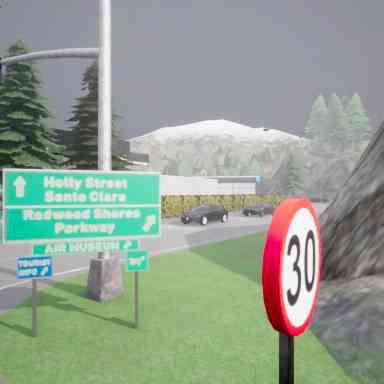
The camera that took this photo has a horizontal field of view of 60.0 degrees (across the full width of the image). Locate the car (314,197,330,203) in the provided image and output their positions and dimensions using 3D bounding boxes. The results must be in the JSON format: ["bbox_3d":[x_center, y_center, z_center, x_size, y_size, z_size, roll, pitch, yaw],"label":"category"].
[{"bbox_3d":[28.281,1.787,74.896,1.895,1.301,4.718,0,0,-42],"label":"car"}]

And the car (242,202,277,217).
[{"bbox_3d":[7.121,1.739,34.250,2.033,1.411,5.357,0,0,36],"label":"car"}]

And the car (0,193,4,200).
[{"bbox_3d":[-38.569,1.489,69.983,4.514,1.523,2.007,0,0,35],"label":"car"}]

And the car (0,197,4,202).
[{"bbox_3d":[-12.360,1.505,26.044,1.905,1.878,3.866,0,0,35],"label":"car"}]

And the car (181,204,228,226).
[{"bbox_3d":[1.066,1.696,25.929,1.837,1.490,4.892,0,0,36],"label":"car"}]

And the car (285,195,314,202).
[{"bbox_3d":[13.415,1.413,42.823,2.150,2.045,5.566,0,0,36],"label":"car"}]
